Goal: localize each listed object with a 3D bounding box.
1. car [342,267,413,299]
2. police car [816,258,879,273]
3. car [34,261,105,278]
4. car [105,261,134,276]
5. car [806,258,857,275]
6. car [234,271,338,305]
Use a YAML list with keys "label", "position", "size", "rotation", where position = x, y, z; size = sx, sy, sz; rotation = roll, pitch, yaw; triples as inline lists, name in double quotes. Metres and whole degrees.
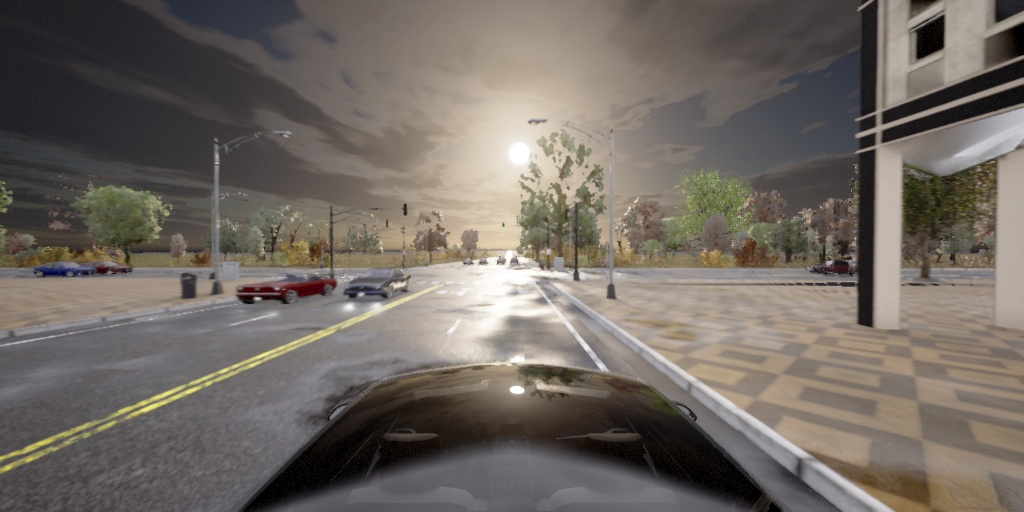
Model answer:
- label: "car"
  position: [-6.550, 1.293, 18.256]
  size: [2.033, 1.411, 5.357]
  rotation: [0, 0, 0]
- label: "police car"
  position: [37.981, 1.041, 40.660]
  size: [5.238, 1.638, 1.930]
  rotation: [0, 1, 3]
- label: "car"
  position: [-43.647, 1.333, 35.118]
  size: [5.008, 1.535, 1.882]
  rotation: [0, 1, 3]
- label: "car"
  position: [-43.481, 1.282, 38.369]
  size: [5.008, 1.535, 1.882]
  rotation: [0, 1, 3]
- label: "car"
  position: [33.691, 1.196, 37.686]
  size: [4.674, 1.442, 1.812]
  rotation: [0, 1, 3]
- label: "car"
  position: [-9.815, 1.348, 16.044]
  size: [1.895, 1.301, 4.718]
  rotation: [0, 0, 0]
